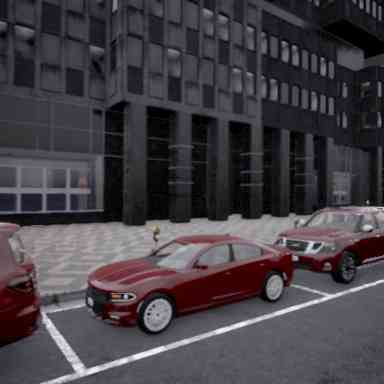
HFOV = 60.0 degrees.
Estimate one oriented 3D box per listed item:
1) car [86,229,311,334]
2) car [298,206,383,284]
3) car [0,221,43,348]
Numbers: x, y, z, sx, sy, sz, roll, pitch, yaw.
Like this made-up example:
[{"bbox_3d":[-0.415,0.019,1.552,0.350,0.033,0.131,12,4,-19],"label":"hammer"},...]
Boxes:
[{"bbox_3d":[0.171,1.573,6.773,4.507,1.381,1.887,0,0,-36],"label":"car"},{"bbox_3d":[4.657,1.382,9.979,5.009,1.841,2.192,0,0,-36],"label":"car"},{"bbox_3d":[-4.313,1.304,3.569,5.009,1.841,2.192,0,0,-36],"label":"car"}]
